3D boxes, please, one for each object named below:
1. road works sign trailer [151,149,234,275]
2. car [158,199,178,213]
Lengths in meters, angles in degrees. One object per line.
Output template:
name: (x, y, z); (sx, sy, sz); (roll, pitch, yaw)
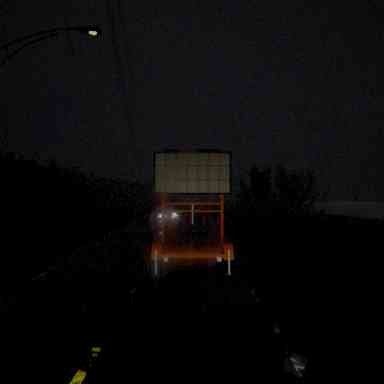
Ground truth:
road works sign trailer: (0.019, 0.471, 10.417); (2.380, 3.560, 2.880); (0, 0, 0)
car: (-2.682, 1.575, 38.298); (1.812, 1.442, 4.674); (0, 0, 0)
